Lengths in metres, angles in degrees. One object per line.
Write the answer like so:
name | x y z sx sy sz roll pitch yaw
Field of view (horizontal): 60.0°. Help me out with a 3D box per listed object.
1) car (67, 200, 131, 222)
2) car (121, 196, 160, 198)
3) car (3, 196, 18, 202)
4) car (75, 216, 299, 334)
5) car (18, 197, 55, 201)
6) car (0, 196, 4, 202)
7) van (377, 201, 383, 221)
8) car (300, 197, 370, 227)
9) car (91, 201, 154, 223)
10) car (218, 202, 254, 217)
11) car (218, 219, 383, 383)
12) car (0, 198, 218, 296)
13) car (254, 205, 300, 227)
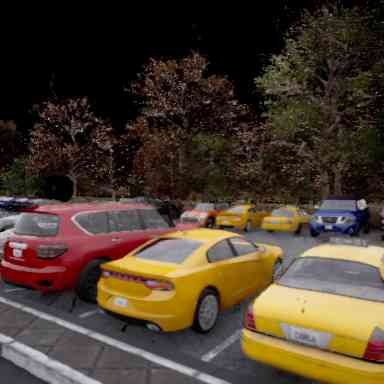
car | -8.009 1.546 29.118 1.946 1.575 5.366 1 0 36
car | -3.367 1.332 26.015 2.435 2.045 5.566 0 0 36
car | -16.932 1.377 35.810 2.097 1.535 5.008 2 1 36
car | 0.347 1.543 7.123 2.097 1.535 5.008 0 0 36
car | -14.570 1.436 34.097 2.231 1.521 4.892 2 1 36
car | -19.189 1.312 37.448 2.097 1.535 5.008 2 1 36
van | 10.183 1.299 16.010 1.878 1.987 4.442 0 0 36
car | 7.980 1.290 17.717 2.435 2.045 5.566 0 0 36
car | -5.639 1.570 27.635 2.097 1.535 5.008 0 0 36
car | 3.386 1.574 21.077 2.097 1.535 5.008 0 0 36
car | 2.713 1.524 5.644 1.946 1.575 5.366 0 0 36
car | -1.887 1.308 8.785 2.435 2.045 5.566 0 0 36
car | 5.852 1.554 19.524 1.946 1.575 5.366 0 0 36
